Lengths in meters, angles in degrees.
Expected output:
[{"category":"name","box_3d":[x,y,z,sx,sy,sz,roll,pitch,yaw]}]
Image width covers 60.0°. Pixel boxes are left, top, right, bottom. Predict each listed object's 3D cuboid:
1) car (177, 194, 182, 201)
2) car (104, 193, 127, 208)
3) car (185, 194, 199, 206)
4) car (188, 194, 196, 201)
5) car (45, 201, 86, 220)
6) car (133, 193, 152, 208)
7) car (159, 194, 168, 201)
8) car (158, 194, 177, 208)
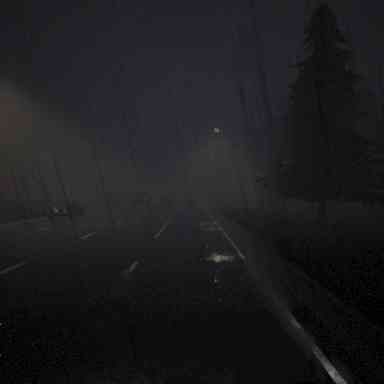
[{"category":"car","box_3d":[-3.544,1.335,81.307,1.812,1.442,4.674,0,0,0]},{"category":"car","box_3d":[-10.523,1.117,45.713,2.150,2.045,5.566,0,0,0]},{"category":"car","box_3d":[-0.029,1.227,53.348,2.097,1.767,4.553,0,0,0]},{"category":"car","box_3d":[-0.044,1.335,81.265,1.812,1.442,4.674,0,0,0]},{"category":"car","box_3d":[-10.398,1.483,27.688,2.033,1.411,5.357,0,0,-2]},{"category":"car","box_3d":[-6.962,1.107,47.005,2.150,2.045,5.566,0,-1,-1]},{"category":"car","box_3d":[-7.044,1.287,82.238,1.882,1.535,5.008,0,0,0]},{"category":"car","box_3d":[-3.432,1.419,45.896,1.812,1.442,4.674,0,0,0]}]
